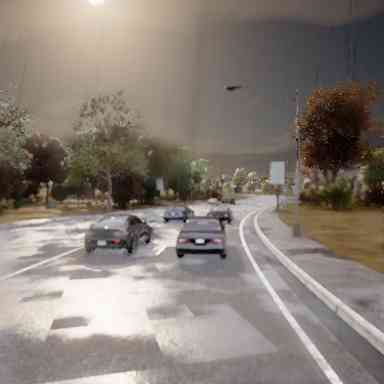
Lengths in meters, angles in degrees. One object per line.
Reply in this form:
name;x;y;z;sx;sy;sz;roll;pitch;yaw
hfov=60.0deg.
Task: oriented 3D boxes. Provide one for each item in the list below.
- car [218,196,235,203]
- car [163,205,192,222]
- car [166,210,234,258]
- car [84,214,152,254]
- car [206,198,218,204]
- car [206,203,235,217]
car;7.847;1.811;71.486;2.150;2.045;5.566;0;0;19
car;-1.019;1.807;28.342;2.033;1.411;5.357;0;0;11
car;0.474;1.673;13.368;2.033;1.411;5.357;0;-1;5
car;-2.970;1.652;14.038;1.812;1.442;4.674;0;0;5
car;4.550;2.109;72.660;1.812;1.442;4.674;0;0;19
car;2.446;1.864;27.815;1.895;1.301;4.718;0;0;11
